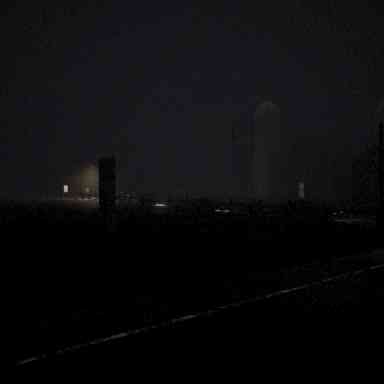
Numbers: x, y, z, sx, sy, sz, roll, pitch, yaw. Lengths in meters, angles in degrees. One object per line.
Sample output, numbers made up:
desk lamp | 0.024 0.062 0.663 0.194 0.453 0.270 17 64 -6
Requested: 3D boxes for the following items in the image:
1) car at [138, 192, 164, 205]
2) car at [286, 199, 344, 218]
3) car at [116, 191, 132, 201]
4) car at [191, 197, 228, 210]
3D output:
car | -5.983 1.154 50.611 1.994 1.385 4.181 -1 1 -35
car | 10.318 1.356 28.187 1.837 1.490 4.892 -1 1 -38
car | -13.611 0.753 66.016 2.097 1.767 4.553 -1 1 -36
car | 1.973 1.268 39.559 2.033 1.411 5.357 -1 1 -36
